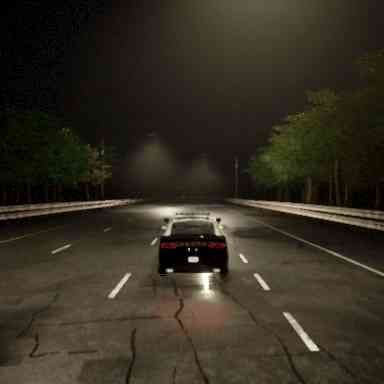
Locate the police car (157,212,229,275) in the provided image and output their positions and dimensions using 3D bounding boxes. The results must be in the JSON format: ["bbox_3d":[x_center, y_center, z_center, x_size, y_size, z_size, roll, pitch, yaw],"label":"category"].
[{"bbox_3d":[0.021,1.469,10.683,1.930,1.638,5.238,0,-1,0],"label":"police car"}]
